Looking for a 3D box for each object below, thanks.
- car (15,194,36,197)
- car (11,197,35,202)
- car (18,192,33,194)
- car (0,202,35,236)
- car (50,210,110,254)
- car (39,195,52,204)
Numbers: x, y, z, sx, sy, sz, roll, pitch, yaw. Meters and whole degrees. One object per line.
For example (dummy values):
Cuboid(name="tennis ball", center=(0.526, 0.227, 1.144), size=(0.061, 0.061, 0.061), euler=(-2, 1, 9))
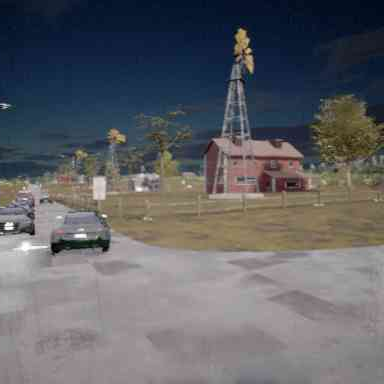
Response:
Cuboid(name="car", center=(-17.654, 1.261, 34.741), size=(2.128, 1.511, 4.902), euler=(-1, 1, -25))
Cuboid(name="car", center=(-13.262, 1.362, 25.553), size=(1.994, 1.385, 4.181), euler=(-1, 1, -25))
Cuboid(name="car", center=(-22.049, 0.988, 44.071), size=(2.150, 2.045, 5.566), euler=(-1, 1, -25))
Cuboid(name="car", center=(-8.998, 1.416, 16.612), size=(1.994, 1.385, 4.181), euler=(-1, 1, -26))
Cuboid(name="car", center=(-4.274, 1.394, 12.905), size=(1.994, 1.385, 4.181), euler=(-1, 1, -17))
Cuboid(name="car", center=(-24.029, 1.251, 54.629), size=(1.812, 1.442, 4.674), euler=(-1, 0, -26))
